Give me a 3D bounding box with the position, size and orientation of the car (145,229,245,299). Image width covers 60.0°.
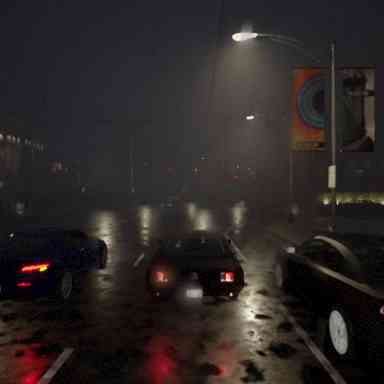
[{"bbox_3d":[0.067,1.595,8.396,1.895,1.301,4.718,0,0,0],"label":"car"}]

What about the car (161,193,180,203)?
[{"bbox_3d":[-4.155,1.177,65.916,2.150,2.045,5.566,0,0,21],"label":"car"}]

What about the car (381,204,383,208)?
[{"bbox_3d":[23.929,1.502,36.646,4.674,1.442,1.812,0,0,-1],"label":"car"}]

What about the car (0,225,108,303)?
[{"bbox_3d":[-3.436,1.520,8.072,1.812,1.442,4.674,0,0,0],"label":"car"}]

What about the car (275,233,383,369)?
[{"bbox_3d":[2.903,1.476,5.932,2.097,1.535,5.008,0,0,0],"label":"car"}]

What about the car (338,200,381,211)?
[{"bbox_3d":[20.289,1.574,40.135,4.718,1.301,1.895,0,0,0],"label":"car"}]

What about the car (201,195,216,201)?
[{"bbox_3d":[3.977,1.472,79.377,1.812,1.442,4.674,0,0,40],"label":"car"}]
